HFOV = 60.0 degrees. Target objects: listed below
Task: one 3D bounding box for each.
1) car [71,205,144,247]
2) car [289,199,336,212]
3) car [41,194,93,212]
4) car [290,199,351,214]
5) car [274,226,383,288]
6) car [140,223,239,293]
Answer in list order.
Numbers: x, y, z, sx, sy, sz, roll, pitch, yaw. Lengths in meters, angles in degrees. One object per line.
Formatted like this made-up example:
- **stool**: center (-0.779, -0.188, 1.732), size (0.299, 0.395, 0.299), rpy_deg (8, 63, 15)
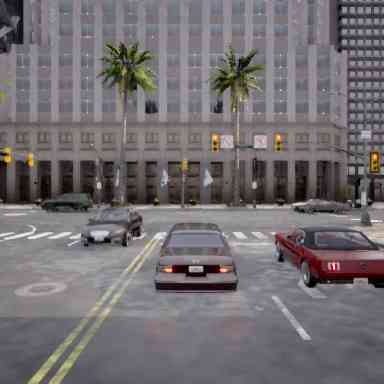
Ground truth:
- **car**: center (-3.419, 1.491, 14.990), size (2.128, 1.511, 4.902), rpy_deg (0, 0, 2)
- **car**: center (13.630, 1.525, 37.868), size (4.674, 1.442, 1.812), rpy_deg (0, 0, 0)
- **car**: center (-14.153, 1.221, 38.000), size (5.566, 2.045, 2.150), rpy_deg (0, 0, 0)
- **car**: center (13.395, 1.547, 34.300), size (5.357, 1.411, 2.033), rpy_deg (0, 0, -1)
- **car**: center (3.641, 1.601, 9.257), size (1.895, 1.301, 4.718), rpy_deg (0, 0, 2)
- **car**: center (0.095, 1.547, 8.989), size (2.033, 1.411, 5.357), rpy_deg (0, 0, 0)
